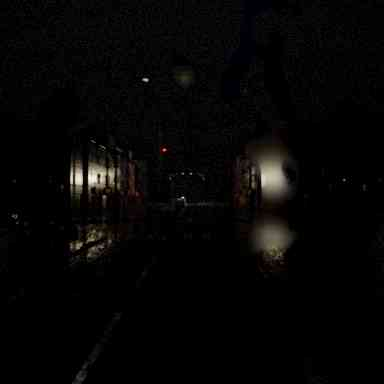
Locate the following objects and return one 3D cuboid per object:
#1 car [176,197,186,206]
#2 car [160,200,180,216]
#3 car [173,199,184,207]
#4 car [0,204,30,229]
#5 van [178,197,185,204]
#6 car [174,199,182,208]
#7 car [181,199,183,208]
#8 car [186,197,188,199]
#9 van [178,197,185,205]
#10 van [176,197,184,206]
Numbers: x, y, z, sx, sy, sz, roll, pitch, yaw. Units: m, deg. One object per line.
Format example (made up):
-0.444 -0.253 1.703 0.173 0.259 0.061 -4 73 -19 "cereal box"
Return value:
-2.641 2.065 59.975 1.967 1.590 4.097 0 -1 0 "car"
-2.638 1.894 37.384 1.752 1.417 4.829 0 -1 0 "car"
-2.642 2.133 65.579 1.967 1.590 4.097 0 -1 0 "car"
-13.470 1.578 22.477 4.553 1.767 2.097 0 -1 -1 "car"
-2.644 2.311 88.001 1.690 1.788 3.998 0 -1 0 "van"
-2.638 1.977 43.158 1.887 1.381 4.507 0 -1 0 "car"
-2.640 2.076 48.763 1.802 1.307 4.206 0 -1 0 "car"
-2.642 2.076 71.186 2.192 1.841 5.009 0 -1 0 "car"
-2.643 2.241 82.396 1.690 1.788 3.998 0 -1 0 "van"
-2.643 2.171 76.791 1.690 1.788 3.998 0 -1 0 "van"
